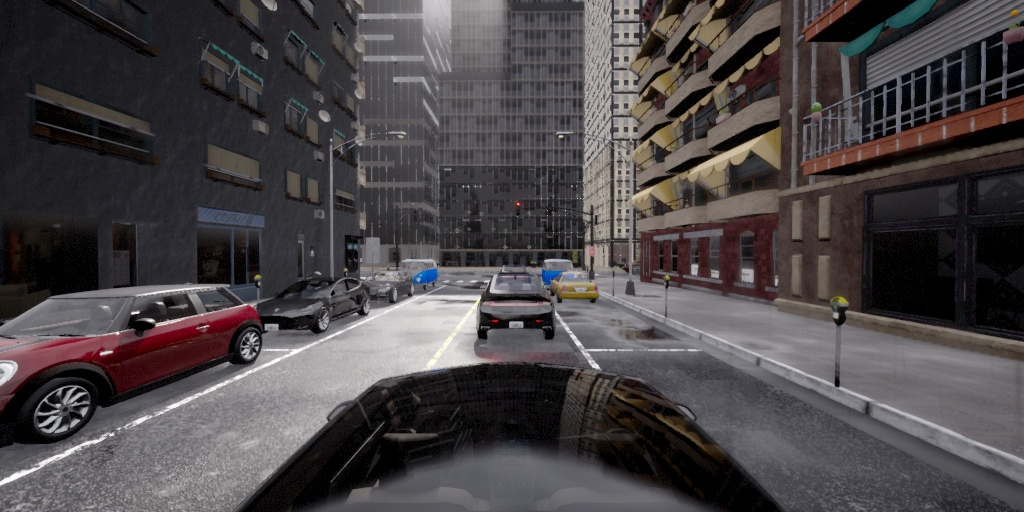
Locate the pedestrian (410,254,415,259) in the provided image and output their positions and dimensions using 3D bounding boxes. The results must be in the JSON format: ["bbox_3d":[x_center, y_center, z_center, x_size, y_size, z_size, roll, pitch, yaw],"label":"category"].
[{"bbox_3d":[-12.322,0.633,44.277,0.375,1.860,0.375,0,1,0],"label":"pedestrian"}]

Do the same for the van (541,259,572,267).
[{"bbox_3d":[2.722,1.086,21.821,1.690,1.789,3.998,0,0,0],"label":"van"}]

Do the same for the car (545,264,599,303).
[{"bbox_3d":[2.713,1.271,16.389,1.751,1.417,4.829,0,0,0],"label":"car"}]

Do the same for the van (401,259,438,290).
[{"bbox_3d":[-5.659,1.086,21.864,1.690,1.789,3.998,0,0,0],"label":"van"}]

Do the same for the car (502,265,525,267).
[{"bbox_3d":[0.096,1.237,20.299,2.128,1.511,4.902,0,0,0],"label":"car"}]

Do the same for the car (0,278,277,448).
[{"bbox_3d":[-5.688,1.189,5.059,1.967,1.591,4.097,0,0,0],"label":"car"}]

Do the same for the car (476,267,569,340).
[{"bbox_3d":[0.096,1.239,9.996,2.128,1.511,4.902,0,0,0],"label":"car"}]

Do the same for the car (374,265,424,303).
[{"bbox_3d":[-5.668,1.297,16.263,2.007,1.370,4.403,0,0,0],"label":"car"}]

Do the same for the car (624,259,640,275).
[{"bbox_3d":[14.736,1.368,38.542,4.181,1.385,1.994,0,1,0],"label":"car"}]

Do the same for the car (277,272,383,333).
[{"bbox_3d":[-5.678,1.313,10.660,1.948,1.339,4.313,0,0,0],"label":"car"}]

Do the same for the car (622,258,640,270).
[{"bbox_3d":[15.299,1.085,41.138,5.009,1.841,2.192,0,0,0],"label":"car"}]
